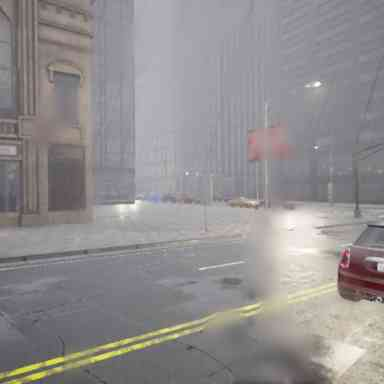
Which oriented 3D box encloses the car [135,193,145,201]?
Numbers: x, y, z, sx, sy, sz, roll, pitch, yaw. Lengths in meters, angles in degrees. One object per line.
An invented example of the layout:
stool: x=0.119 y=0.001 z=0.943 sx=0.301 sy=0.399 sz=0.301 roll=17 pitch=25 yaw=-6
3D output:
car: x=-9.743 y=1.098 z=65.708 sx=2.008 sy=1.369 sz=4.403 roll=0 pitch=1 yaw=-35

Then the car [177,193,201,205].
car: x=0.006 y=1.249 z=51.935 sx=1.887 sy=1.381 sz=4.507 roll=0 pitch=1 yaw=-35

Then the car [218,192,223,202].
car: x=6.965 y=1.165 z=56.858 sx=1.947 sy=1.339 sz=4.313 roll=0 pitch=1 yaw=-35

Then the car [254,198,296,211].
car: x=9.755 y=1.390 z=38.162 sx=1.887 sy=1.381 sz=4.507 roll=0 pitch=1 yaw=-35

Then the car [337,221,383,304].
car: x=5.125 y=1.347 z=7.015 sx=4.553 sy=1.767 sz=2.097 roll=0 pitch=0 yaw=-35

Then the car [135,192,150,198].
car: x=-12.531 y=0.818 z=84.403 sx=1.887 sy=1.381 sz=4.507 roll=0 pitch=1 yaw=-35

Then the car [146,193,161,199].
car: x=-9.281 y=0.912 z=79.813 sx=1.802 sy=1.307 sz=4.206 roll=0 pitch=1 yaw=-35

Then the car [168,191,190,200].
car: x=-2.782 y=0.758 z=70.628 sx=2.192 sy=1.841 sz=5.009 roll=0 pitch=1 yaw=-35

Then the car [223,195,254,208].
car: x=6.603 y=1.326 z=42.614 sx=1.752 sy=1.417 sz=4.829 roll=0 pitch=1 yaw=-35

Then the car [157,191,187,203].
car: x=-3.243 y=0.968 z=56.524 sx=2.192 sy=1.841 sz=5.009 roll=0 pitch=1 yaw=-35

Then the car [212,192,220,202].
car: x=3.717 y=0.863 z=61.447 sx=2.192 sy=1.841 sz=5.009 roll=0 pitch=1 yaw=-35

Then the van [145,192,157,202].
van: x=-6.493 y=0.942 z=61.116 sx=1.690 sy=1.788 sz=3.998 roll=0 pitch=1 yaw=-35
